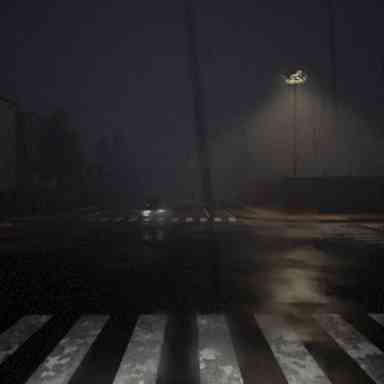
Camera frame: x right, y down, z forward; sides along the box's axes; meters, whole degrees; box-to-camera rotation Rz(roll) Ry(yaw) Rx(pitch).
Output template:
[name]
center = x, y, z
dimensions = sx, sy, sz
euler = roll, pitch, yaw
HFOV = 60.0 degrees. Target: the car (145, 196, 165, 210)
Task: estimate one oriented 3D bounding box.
[car]
center = -4.108, 1.233, 37.180
dimensions = 1.837, 1.490, 4.892
euler = 0, 2, 0
